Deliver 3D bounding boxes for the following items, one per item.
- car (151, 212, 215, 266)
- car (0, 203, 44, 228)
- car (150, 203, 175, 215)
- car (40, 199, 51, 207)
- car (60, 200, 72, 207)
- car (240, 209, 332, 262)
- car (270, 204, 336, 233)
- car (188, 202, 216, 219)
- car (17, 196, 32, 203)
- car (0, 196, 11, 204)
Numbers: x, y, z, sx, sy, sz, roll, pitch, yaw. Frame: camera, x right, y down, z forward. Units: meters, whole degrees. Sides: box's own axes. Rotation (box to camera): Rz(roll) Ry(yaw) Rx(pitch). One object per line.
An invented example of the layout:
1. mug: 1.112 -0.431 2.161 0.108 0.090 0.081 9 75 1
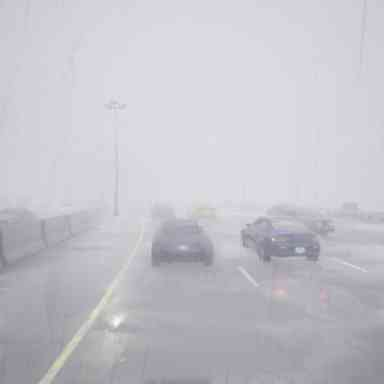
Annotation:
1. car: -0.406 1.648 11.939 1.994 1.385 4.181 0 0 -4
2. car: -12.371 1.773 23.118 2.033 1.411 5.357 0 0 -9
3. car: -2.680 1.694 29.853 1.882 1.535 5.008 0 0 -10
4. car: -27.070 2.049 61.515 1.812 1.442 4.674 0 0 -23
5. car: -23.716 2.113 62.585 1.895 1.301 4.718 0 0 -23
6. car: 3.091 1.591 12.305 1.812 1.442 4.674 0 0 -4
7. car: 5.990 1.641 18.830 2.033 1.411 5.357 0 0 -6
8. car: 0.831 1.676 30.112 1.882 1.535 5.008 0 0 -10
9. car: -30.542 1.728 60.710 2.150 2.045 5.566 0 0 -23
10. car: -33.723 1.739 59.254 2.150 2.045 5.566 0 0 -23
